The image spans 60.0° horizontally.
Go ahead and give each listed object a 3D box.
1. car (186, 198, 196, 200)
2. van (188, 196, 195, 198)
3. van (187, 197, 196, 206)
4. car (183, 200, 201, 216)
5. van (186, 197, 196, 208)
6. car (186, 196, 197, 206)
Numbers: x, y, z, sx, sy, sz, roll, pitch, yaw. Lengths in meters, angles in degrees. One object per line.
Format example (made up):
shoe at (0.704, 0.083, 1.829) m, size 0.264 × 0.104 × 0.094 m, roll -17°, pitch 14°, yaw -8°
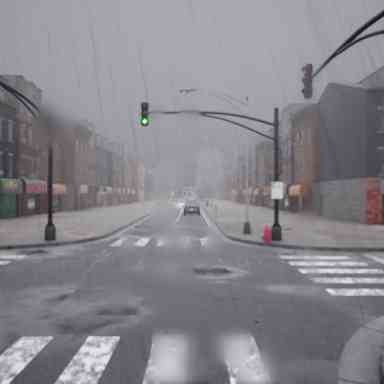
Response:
car at (-0.047, 1.830, 41.905) m, size 1.752 × 1.417 × 4.829 m, roll 0°, pitch 0°, yaw 0°
van at (-0.091, 1.729, 52.947) m, size 1.690 × 1.788 × 3.998 m, roll 0°, pitch 0°, yaw 0°
van at (-0.135, 1.818, 64.158) m, size 1.690 × 1.788 × 3.998 m, roll 0°, pitch 0°, yaw 0°
car at (-0.025, 1.829, 36.129) m, size 1.947 × 1.339 × 4.313 m, roll 0°, pitch 0°, yaw 0°
van at (-0.113, 1.773, 58.553) m, size 1.690 × 1.788 × 3.998 m, roll 0°, pitch 0°, yaw 0°
car at (-0.156, 1.837, 69.763) m, size 2.192 × 1.841 × 5.009 m, roll 0°, pitch 0°, yaw 0°
